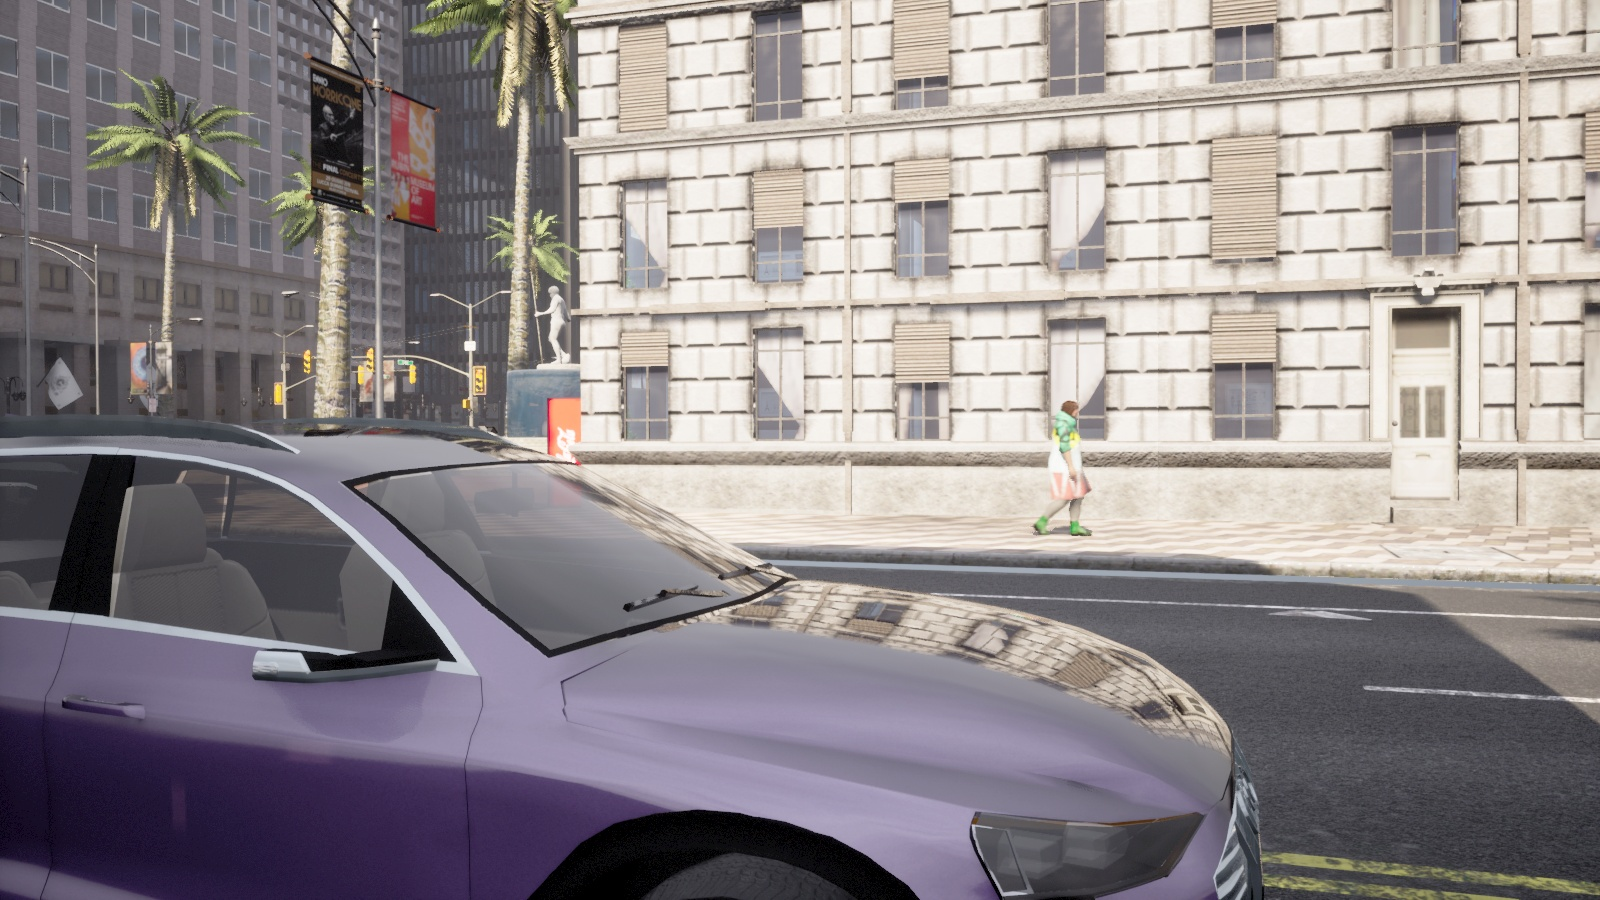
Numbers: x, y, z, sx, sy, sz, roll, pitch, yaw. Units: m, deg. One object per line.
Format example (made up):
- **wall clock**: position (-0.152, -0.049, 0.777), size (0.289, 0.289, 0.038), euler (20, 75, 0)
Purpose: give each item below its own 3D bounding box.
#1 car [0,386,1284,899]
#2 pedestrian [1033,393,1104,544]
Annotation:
- **car**: position (-1.255, 0.694, 3.623), size (4.856, 1.649, 2.033), euler (1, 1, 19)
- **pedestrian**: position (3.560, 0.230, 16.640), size (0.873, 1.952, 0.659), euler (0, 1, 15)
